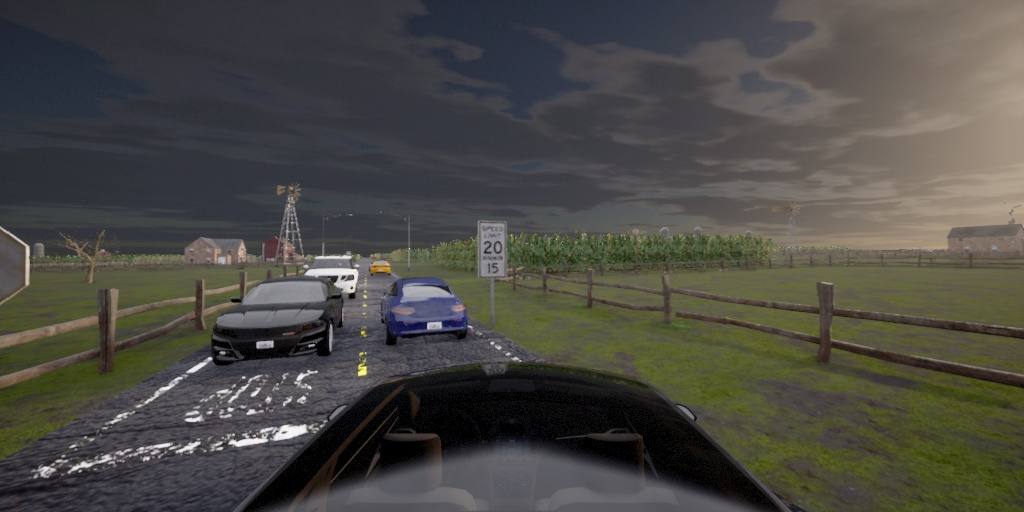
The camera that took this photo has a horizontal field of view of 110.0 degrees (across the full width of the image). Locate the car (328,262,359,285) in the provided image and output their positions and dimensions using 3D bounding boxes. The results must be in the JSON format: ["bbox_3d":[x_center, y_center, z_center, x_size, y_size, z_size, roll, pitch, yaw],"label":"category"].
[{"bbox_3d":[-12.811,1.284,27.523,1.837,1.490,4.892,0,0,-22],"label":"car"}]

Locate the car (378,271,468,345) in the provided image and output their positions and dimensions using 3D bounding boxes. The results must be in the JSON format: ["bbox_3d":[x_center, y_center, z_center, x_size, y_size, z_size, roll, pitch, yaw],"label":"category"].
[{"bbox_3d":[-2.473,1.285,9.578,1.812,1.442,4.674,0,0,-22],"label":"car"}]

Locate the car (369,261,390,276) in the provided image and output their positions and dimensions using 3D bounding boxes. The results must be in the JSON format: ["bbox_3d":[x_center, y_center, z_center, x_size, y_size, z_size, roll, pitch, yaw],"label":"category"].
[{"bbox_3d":[-14.075,1.268,38.345,1.882,1.535,5.008,0,0,-21],"label":"car"}]

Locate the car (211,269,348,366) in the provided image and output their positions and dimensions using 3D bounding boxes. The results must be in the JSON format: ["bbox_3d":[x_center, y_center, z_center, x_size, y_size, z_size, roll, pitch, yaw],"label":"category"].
[{"bbox_3d":[-5.105,1.237,8.413,1.882,1.535,5.008,0,0,-21],"label":"car"}]

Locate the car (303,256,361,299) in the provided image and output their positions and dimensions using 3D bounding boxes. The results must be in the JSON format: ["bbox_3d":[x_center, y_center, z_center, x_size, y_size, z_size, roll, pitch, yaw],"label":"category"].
[{"bbox_3d":[-8.970,0.992,18.027,2.150,2.045,5.566,0,0,-22],"label":"car"}]
